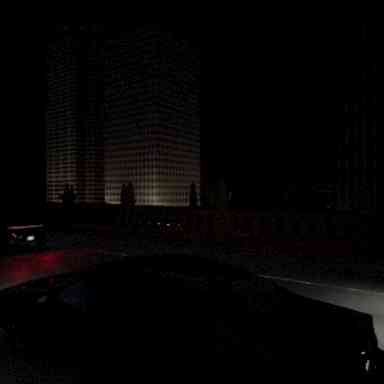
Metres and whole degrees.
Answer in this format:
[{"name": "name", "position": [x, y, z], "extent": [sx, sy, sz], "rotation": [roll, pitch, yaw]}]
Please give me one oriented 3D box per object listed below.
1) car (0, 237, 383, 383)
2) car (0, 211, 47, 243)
[{"name": "car", "position": [-0.514, 1.560, 4.361], "extent": [5.357, 1.411, 2.033], "rotation": [0, 0, 36]}, {"name": "car", "position": [-8.128, 1.557, 14.095], "extent": [4.902, 1.511, 2.128], "rotation": [0, 0, 36]}]
